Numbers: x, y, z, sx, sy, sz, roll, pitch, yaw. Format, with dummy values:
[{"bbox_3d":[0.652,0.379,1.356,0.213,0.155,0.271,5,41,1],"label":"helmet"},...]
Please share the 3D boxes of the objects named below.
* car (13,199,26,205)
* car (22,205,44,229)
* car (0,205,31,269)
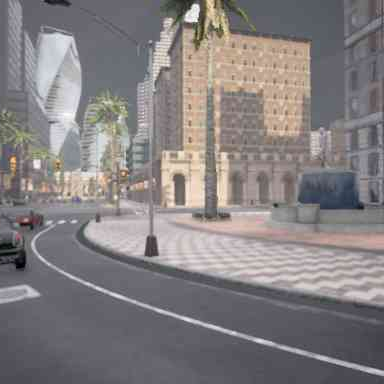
[{"bbox_3d":[-38.557,2.348,74.555,2.161,1.482,4.786,0,0,-15],"label":"car"},{"bbox_3d":[-11.697,1.860,23.251,1.895,1.301,4.718,0,0,-14],"label":"car"},{"bbox_3d":[-6.897,1.480,11.040,2.097,1.767,4.553,0,-1,-33],"label":"car"}]
